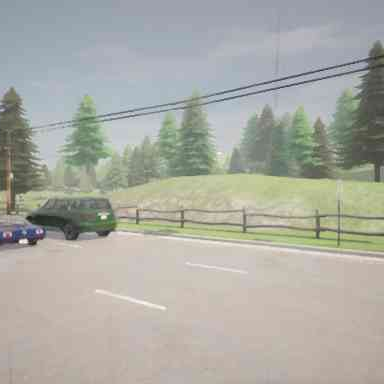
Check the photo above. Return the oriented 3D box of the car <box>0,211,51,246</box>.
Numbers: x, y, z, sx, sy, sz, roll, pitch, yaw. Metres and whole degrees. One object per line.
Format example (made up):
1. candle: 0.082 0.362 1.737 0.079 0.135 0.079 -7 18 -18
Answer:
1. car: -8.293 1.614 14.084 4.718 1.301 1.895 0 0 36

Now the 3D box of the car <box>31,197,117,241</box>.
1. car: -6.261 1.255 16.933 5.566 2.045 2.150 0 0 36
